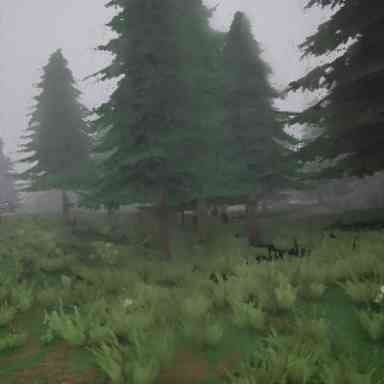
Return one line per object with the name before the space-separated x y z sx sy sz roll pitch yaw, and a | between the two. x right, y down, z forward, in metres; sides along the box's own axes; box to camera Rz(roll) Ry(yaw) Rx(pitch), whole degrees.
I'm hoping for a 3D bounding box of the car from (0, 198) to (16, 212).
car | -16.653 1.315 28.340 1.837 1.490 4.892 -5 -1 0
